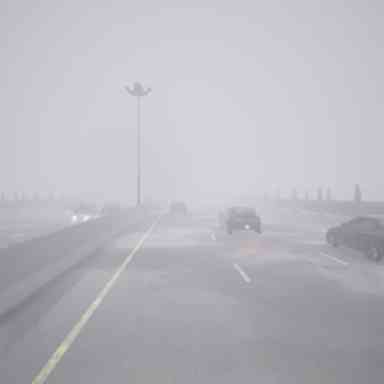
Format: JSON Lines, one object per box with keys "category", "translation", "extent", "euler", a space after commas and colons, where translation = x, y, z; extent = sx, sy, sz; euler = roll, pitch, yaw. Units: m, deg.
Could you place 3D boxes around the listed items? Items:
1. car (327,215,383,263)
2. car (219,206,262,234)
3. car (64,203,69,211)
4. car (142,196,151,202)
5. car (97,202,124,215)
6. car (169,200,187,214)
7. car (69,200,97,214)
{"category": "car", "translation": [6.619, 1.547, 12.032], "extent": [1.812, 1.442, 4.674], "euler": [0, 0, -2]}
{"category": "car", "translation": [2.778, 1.579, 19.760], "extent": [1.837, 1.490, 4.892], "euler": [0, 0, -3]}
{"category": "car", "translation": [-16.143, 1.832, 46.551], "extent": [2.033, 1.411, 5.357], "euler": [0, 0, -2]}
{"category": "car", "translation": [-10.462, 1.700, 76.772], "extent": [1.994, 1.385, 4.181], "euler": [0, 0, -3]}
{"category": "car", "translation": [-8.690, 1.768, 36.494], "extent": [1.994, 1.385, 4.181], "euler": [0, 0, -3]}
{"category": "car", "translation": [-1.586, 1.670, 38.515], "extent": [2.128, 1.511, 4.902], "euler": [0, 0, -3]}
{"category": "car", "translation": [-12.290, 1.832, 38.581], "extent": [1.895, 1.301, 4.718], "euler": [0, 0, -3]}
